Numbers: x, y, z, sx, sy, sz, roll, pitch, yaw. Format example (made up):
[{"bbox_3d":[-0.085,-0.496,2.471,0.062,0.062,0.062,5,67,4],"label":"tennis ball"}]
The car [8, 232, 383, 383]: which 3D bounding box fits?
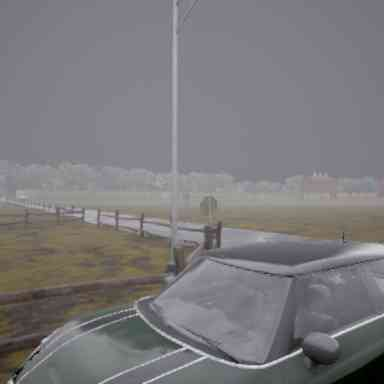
[{"bbox_3d":[0.677,1.363,3.290,4.553,1.767,2.097,0,0,-34],"label":"car"}]
